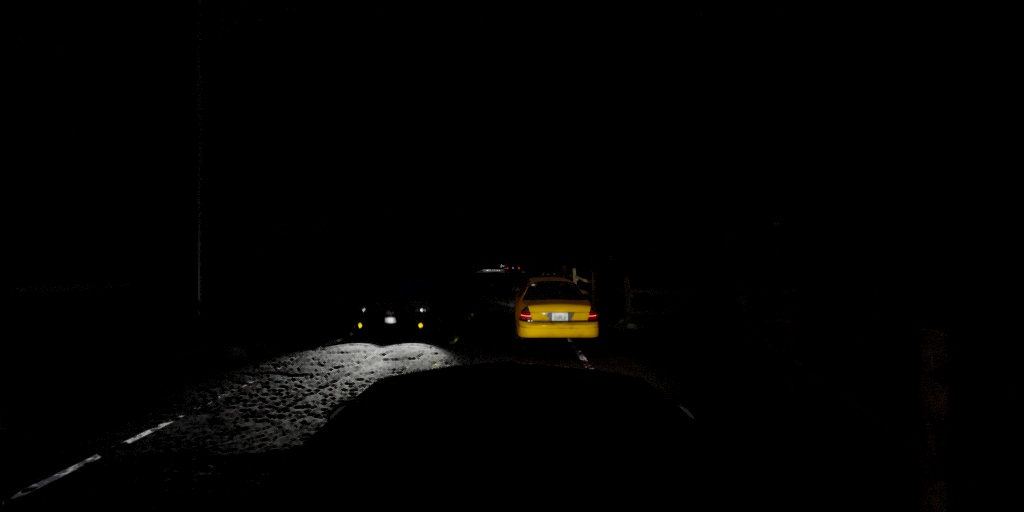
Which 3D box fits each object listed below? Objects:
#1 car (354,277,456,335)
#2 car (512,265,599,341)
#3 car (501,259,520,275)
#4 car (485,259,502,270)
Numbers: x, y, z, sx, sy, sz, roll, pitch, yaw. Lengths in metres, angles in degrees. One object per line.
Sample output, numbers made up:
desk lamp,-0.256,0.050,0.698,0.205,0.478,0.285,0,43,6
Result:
car,-2.840,1.312,10.357,1.994,1.385,4.181,0,0,0
car,0.972,1.204,9.814,1.801,1.575,5.366,0,0,0
car,0.125,1.303,39.701,2.033,1.411,5.357,0,0,0
car,-2.788,1.328,52.316,1.994,1.385,4.181,0,0,0
